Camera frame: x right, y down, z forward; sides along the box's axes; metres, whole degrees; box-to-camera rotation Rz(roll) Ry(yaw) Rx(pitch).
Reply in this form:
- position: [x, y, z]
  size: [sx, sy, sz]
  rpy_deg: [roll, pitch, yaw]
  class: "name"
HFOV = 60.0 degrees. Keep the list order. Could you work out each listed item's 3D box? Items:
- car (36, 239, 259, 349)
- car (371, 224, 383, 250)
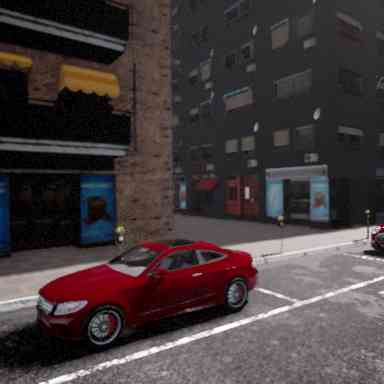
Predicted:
- position: [-0.564, 1.572, 6.162]
  size: [4.206, 1.307, 1.802]
  rpy_deg: [0, -1, -35]
  class: "car"
- position: [8.569, 1.392, 12.651]
  size: [4.097, 1.590, 1.967]
  rpy_deg: [0, -1, -35]
  class: "car"
